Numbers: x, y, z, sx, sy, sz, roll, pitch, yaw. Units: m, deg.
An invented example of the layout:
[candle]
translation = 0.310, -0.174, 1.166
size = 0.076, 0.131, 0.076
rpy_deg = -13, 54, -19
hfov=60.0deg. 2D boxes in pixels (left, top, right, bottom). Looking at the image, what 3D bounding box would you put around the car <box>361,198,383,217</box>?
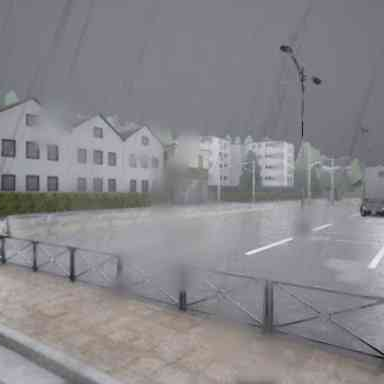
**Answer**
[car]
translation = 15.070, 1.285, 27.062
size = 2.007, 1.523, 4.514
rpy_deg = 0, 0, 35
